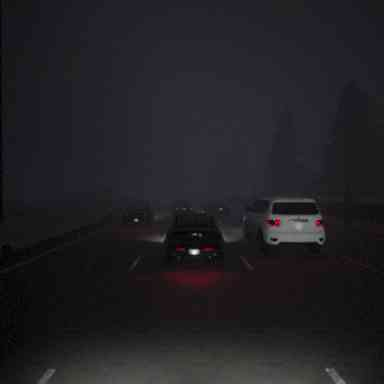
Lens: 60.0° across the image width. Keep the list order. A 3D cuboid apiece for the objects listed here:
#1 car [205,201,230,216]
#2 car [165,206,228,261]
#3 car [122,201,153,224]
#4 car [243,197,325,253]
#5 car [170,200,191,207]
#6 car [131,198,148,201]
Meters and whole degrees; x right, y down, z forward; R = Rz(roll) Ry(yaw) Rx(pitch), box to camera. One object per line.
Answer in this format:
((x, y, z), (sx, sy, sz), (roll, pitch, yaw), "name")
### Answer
((2.325, 1.505, 31.976), (1.994, 1.385, 4.181), (0, 0, -8), "car")
((0.059, 1.482, 12.089), (1.837, 1.490, 4.892), (0, 0, 0), "car")
((-3.830, 1.557, 24.148), (1.895, 1.301, 4.718), (0, 0, -4), "car")
((3.551, 1.195, 13.789), (2.150, 2.045, 5.566), (0, 0, 0), "car")
((-1.023, 1.490, 31.237), (2.033, 1.411, 5.357), (0, 0, -8), "car")
((-6.383, 1.418, 40.551), (2.128, 1.511, 4.902), (0, 0, -13), "car")
